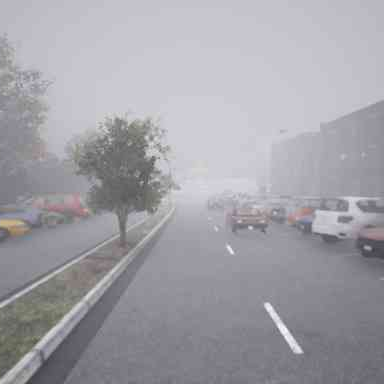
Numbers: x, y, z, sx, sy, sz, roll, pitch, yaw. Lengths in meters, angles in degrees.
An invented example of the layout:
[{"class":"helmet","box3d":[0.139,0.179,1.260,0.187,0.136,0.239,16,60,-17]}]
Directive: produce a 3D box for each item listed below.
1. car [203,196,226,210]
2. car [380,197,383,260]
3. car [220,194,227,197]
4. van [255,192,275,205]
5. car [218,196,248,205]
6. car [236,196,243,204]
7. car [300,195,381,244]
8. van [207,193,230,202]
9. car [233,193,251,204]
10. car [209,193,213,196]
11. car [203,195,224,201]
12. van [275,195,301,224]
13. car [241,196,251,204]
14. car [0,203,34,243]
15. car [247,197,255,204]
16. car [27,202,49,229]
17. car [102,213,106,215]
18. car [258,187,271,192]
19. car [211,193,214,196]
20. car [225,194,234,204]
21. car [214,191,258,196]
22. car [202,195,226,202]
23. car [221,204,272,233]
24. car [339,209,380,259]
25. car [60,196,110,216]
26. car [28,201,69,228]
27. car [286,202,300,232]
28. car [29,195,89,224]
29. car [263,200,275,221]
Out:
[{"class":"car","box3d":[2.790,1.569,42.251,1.895,1.301,4.718,0,0,-2]},{"class":"car","box3d":[7.770,1.226,8.074,5.566,2.045,2.435,1,0,-20]},{"class":"car","box3d":[7.201,1.439,50.250,5.008,1.535,2.097,1,0,-23]},{"class":"van","box3d":[7.605,1.236,26.062,4.442,1.987,1.878,1,0,-20]},{"class":"car","box3d":[6.891,1.473,56.290,4.674,1.452,2.002,1,0,-23]},{"class":"car","box3d":[7.615,1.456,35.151,4.892,1.521,2.231,1,0,-21]},{"class":"car","box3d":[7.763,1.222,14.082,5.566,2.045,2.435,1,0,-20]},{"class":"van","box3d":[5.734,1.191,71.302,4.442,1.987,1.878,1,0,-25]},{"class":"car","box3d":[7.551,1.326,38.170,4.553,1.767,2.185,1,0,-22]},{"class":"car","box3d":[6.307,1.464,65.333,4.674,1.452,2.002,1,0,-24]},{"class":"car","box3d":[5.168,1.445,80.349,4.792,1.488,2.163,1,0,-26]},{"class":"van","box3d":[7.623,1.241,20.037,4.442,1.987,1.878,1,0,-20]},{"class":"car","box3d":[7.676,1.458,32.133,5.008,1.535,2.097,1,0,-21]},{"class":"car","box3d":[-10.284,1.490,14.942,5.366,1.575,1.946,-1,0,-20]},{"class":"car","box3d":[7.865,1.460,29.190,5.366,1.575,1.946,1,0,-21]},{"class":"car","box3d":[-10.492,1.523,17.838,4.792,1.488,2.163,-1,0,-20]},{"class":"car","box3d":[-10.517,1.488,29.744,4.892,1.521,2.231,-1,0,-20]},{"class":"car","box3d":[19.784,0.119,92.558,2.002,1.452,4.674,-7,4,-31]},{"class":"car","box3d":[6.527,1.467,62.317,4.674,1.452,2.002,1,0,-24]},{"class":"car","box3d":[7.415,1.445,44.216,5.008,1.535,2.097,1,0,-22]},{"class":"car","box3d":[7.033,1.184,53.254,5.566,2.045,2.435,1,0,-23]},{"class":"car","box3d":[5.117,1.407,77.289,5.366,1.575,1.946,1,0,-26]},{"class":"car","box3d":[3.067,1.587,19.624,1.895,1.301,4.718,0,0,0]},{"class":"car","box3d":[7.743,1.475,11.063,5.008,1.535,2.097,1,0,-20]},{"class":"car","box3d":[-10.531,1.360,32.721,4.553,1.767,2.185,-1,0,-21]},{"class":"car","box3d":[-10.446,1.521,20.841,4.792,1.488,2.163,-1,0,-20]},{"class":"car","box3d":[7.735,1.470,17.074,5.008,1.535,2.097,1,0,-20]},{"class":"car","box3d":[-10.510,1.239,23.790,5.566,2.045,2.435,-1,0,-20]},{"class":"car","box3d":[7.748,1.496,23.107,4.792,1.488,2.163,1,0,-20]}]
